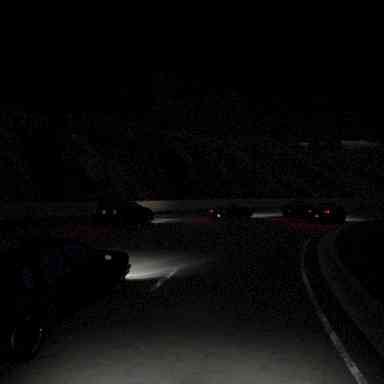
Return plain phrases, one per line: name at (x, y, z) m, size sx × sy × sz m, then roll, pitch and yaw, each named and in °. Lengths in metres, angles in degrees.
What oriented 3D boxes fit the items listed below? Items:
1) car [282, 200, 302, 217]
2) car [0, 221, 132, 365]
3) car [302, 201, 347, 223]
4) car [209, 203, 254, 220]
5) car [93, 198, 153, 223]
car at (10.159, 1.519, 30.526) m, size 1.882 × 1.535 × 5.008 m, roll 0°, pitch 0°, yaw 44°
car at (-2.780, 1.523, 5.839) m, size 2.033 × 1.411 × 5.357 m, roll 0°, pitch 0°, yaw 9°
car at (10.544, 1.574, 25.901) m, size 1.812 × 1.442 × 4.674 m, roll 0°, pitch 0°, yaw 40°
car at (3.512, 1.600, 28.394) m, size 1.895 × 1.301 × 4.718 m, roll 0°, pitch 0°, yaw 38°
car at (-4.530, 1.301, 22.609) m, size 2.097 × 1.767 × 4.553 m, roll 0°, pitch 0°, yaw 27°
